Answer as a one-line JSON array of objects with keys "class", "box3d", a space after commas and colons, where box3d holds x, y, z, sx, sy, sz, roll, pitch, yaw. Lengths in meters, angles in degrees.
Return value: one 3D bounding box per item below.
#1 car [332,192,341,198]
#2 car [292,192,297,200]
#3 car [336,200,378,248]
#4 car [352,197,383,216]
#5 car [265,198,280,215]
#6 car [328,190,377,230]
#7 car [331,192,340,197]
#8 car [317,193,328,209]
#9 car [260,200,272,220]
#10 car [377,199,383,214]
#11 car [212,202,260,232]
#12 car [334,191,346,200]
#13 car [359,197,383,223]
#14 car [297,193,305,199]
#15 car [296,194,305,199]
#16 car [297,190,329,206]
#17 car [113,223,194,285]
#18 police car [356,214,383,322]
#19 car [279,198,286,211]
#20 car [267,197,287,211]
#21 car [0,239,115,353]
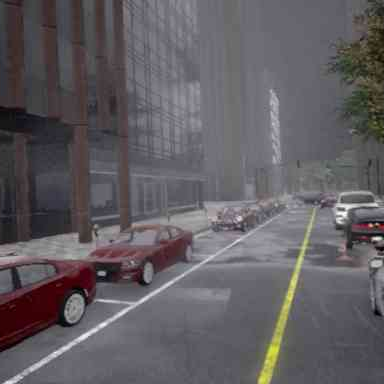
[{"class": "car", "box3d": [35.840, 0.701, 82.554, 2.008, 1.369, 4.403, -3, -1, 21]}, {"class": "car", "box3d": [23.960, 0.922, 75.495, 2.192, 1.841, 5.009, -3, -1, 21]}, {"class": "car", "box3d": [7.040, 1.310, 13.358, 1.837, 1.490, 4.892, -3, -1, 21]}, {"class": "car", "box3d": [14.460, 1.163, 27.357, 1.947, 1.339, 4.313, -3, -1, 21]}, {"class": "car", "box3d": [6.518, 1.518, 30.434, 1.887, 1.381, 4.507, -3, -1, 21]}, {"class": "car", "box3d": [9.206, 0.981, 18.983, 2.150, 2.045, 5.566, -3, -1, 21]}, {"class": "car", "box3d": [37.804, 0.656, 87.625, 1.887, 1.381, 4.507, -3, -1, 21]}, {"class": "car", "box3d": [16.180, 1.149, 39.028, 1.812, 1.442, 4.674, -3, -1, 25]}, {"class": "car", "box3d": [4.547, 1.567, 25.346, 2.008, 1.369, 4.403, -3, -1, 21]}, {"class": "car", "box3d": [8.537, 1.042, 12.095, 2.192, 1.841, 5.009, -3, -1, 21]}, {"class": "car", "box3d": [2.571, 1.500, 20.258, 1.967, 1.590, 4.097, -3, -1, 21]}, {"class": "car", "box3d": [29.943, 0.711, 67.345, 1.967, 1.590, 4.097, -3, -1, 21]}, {"class": "car", "box3d": [12.549, 1.164, 22.428, 1.752, 1.417, 4.829, -3, -1, 21]}, {"class": "car", "box3d": [29.801, 1.014, 90.546, 1.752, 1.417, 4.829, -3, -1, 21]}, {"class": "car", "box3d": [27.900, 1.109, 85.633, 1.802, 1.307, 4.206, -3, -1, 21]}, {"class": "car", "box3d": [17.671, 0.984, 47.788, 2.097, 1.767, 4.553, -1, 0, -17]}, {"class": "car", "box3d": [-1.366, 1.691, 10.080, 1.887, 1.381, 4.507, -3, -1, 21]}, {"class": "police car", "box3d": [3.465, 1.308, 4.136, 1.930, 1.638, 5.238, -3, -1, 21]}, {"class": "car", "box3d": [8.484, 1.371, 35.524, 1.967, 1.590, 4.097, -3, -1, 21]}, {"class": "car", "box3d": [10.397, 1.416, 40.453, 1.752, 1.417, 4.829, -3, -1, 21]}, {"class": "car", "box3d": [-3.336, 1.734, 4.992, 1.887, 1.381, 4.507, -3, -1, 21]}]
